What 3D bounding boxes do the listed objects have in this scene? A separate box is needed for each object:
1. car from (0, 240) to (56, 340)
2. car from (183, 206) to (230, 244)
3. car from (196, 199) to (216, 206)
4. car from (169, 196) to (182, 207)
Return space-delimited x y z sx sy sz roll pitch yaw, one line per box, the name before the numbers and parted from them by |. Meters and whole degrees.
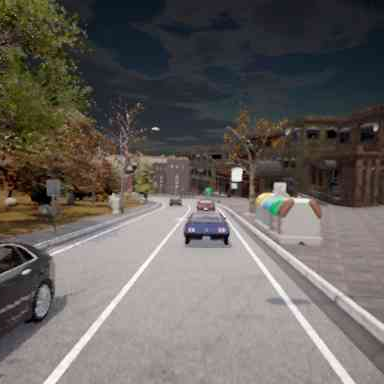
car | -3.463 1.462 4.283 1.837 1.490 4.892 0 0 2
car | 0.670 1.541 15.450 1.895 1.301 4.718 0 0 2
car | 1.368 1.393 33.108 1.812 1.442 4.674 0 0 2
car | -2.322 1.338 47.610 2.033 1.411 5.357 0 0 -2
